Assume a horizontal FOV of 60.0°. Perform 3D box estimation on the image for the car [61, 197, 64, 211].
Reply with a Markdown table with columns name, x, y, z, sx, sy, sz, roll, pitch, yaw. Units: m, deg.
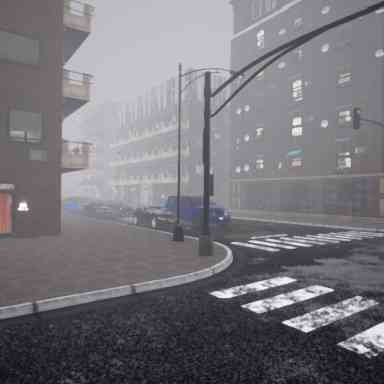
| name | x | y | z | sx | sy | sz | roll | pitch | yaw |
| --- | --- | --- | --- | --- | --- | --- | --- | --- | --- |
| car | -15.140 | 1.580 | 40.029 | 2.008 | 1.369 | 4.403 | 1 | -1 | -35 |

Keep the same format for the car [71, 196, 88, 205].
| name | x | y | z | sx | sy | sz | roll | pitch | yaw |
| --- | --- | --- | --- | --- | --- | --- | --- | --- | --- |
| car | -21.398 | 1.605 | 62.913 | 1.967 | 1.590 | 4.097 | 1 | -1 | -35 |

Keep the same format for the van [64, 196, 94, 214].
| name | x | y | z | sx | sy | sz | roll | pitch | yaw |
| --- | --- | --- | --- | --- | --- | --- | --- | --- | --- |
| van | -11.954 | 1.361 | 35.431 | 1.690 | 1.788 | 3.998 | 1 | -1 | -35 |

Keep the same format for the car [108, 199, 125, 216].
| name | x | y | z | sx | sy | sz | roll | pitch | yaw |
| --- | --- | --- | --- | --- | --- | --- | --- | --- | --- |
| car | -7.118 | 1.642 | 32.774 | 1.895 | 1.301 | 4.718 | 1 | -1 | -34 |

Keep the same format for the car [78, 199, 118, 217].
| name | x | y | z | sx | sy | sz | roll | pitch | yaw |
| --- | --- | --- | --- | --- | --- | --- | --- | --- | --- |
| car | -8.772 | 1.591 | 30.829 | 1.802 | 1.307 | 4.206 | 1 | -1 | -35 |

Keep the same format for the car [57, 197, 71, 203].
| name | x | y | z | sx | sy | sz | roll | pitch | yaw |
| --- | --- | --- | --- | --- | --- | --- | --- | --- | --- |
| car | -27.768 | 1.727 | 72.111 | 1.887 | 1.381 | 4.507 | 1 | -1 | -35 |

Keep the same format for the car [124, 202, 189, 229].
| name | x | y | z | sx | sy | sz | roll | pitch | yaw |
| --- | --- | --- | --- | --- | --- | --- | --- | --- | --- |
| car | -2.402 | 1.539 | 21.630 | 2.008 | 1.369 | 4.403 | 1 | -1 | -35 |

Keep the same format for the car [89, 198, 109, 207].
| name | x | y | z | sx | sy | sz | roll | pitch | yaw |
| --- | --- | --- | --- | --- | --- | --- | --- | --- | --- |
| car | -15.030 | 1.729 | 53.713 | 1.802 | 1.307 | 4.206 | 1 | -1 | -35 |

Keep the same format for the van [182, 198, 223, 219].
| name | x | y | z | sx | sy | sz | roll | pitch | yaw |
| --- | --- | --- | --- | --- | --- | --- | --- | --- | --- |
| van | 0.893 | 1.438 | 30.717 | 1.690 | 1.788 | 3.998 | 1 | -1 | -35 |

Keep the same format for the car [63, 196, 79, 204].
| name | x | y | z | sx | sy | sz | roll | pitch | yaw |
| --- | --- | --- | --- | --- | --- | --- | --- | --- | --- |
| car | -24.582 | 1.614 | 67.512 | 1.967 | 1.590 | 4.097 | 1 | -1 | -35 |

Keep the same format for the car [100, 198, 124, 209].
| name | x | y | z | sx | sy | sz | roll | pitch | yaw |
| --- | --- | --- | --- | --- | --- | --- | --- | --- | --- |
| car | -11.846 | 1.682 | 49.114 | 1.887 | 1.381 | 4.507 | 1 | -1 | -35 |

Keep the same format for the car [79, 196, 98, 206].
| name | x | y | z | sx | sy | sz | roll | pitch | yaw |
| --- | --- | --- | --- | --- | --- | --- | --- | --- | --- |
| car | -18.214 | 1.596 | 58.313 | 1.967 | 1.590 | 4.097 | 1 | -1 | -35 |

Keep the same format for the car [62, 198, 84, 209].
| name | x | y | z | sx | sy | sz | roll | pitch | yaw |
| --- | --- | --- | --- | --- | --- | --- | --- | --- | --- |
| car | -16.981 | 1.598 | 47.131 | 1.812 | 1.442 | 4.674 | 1 | -1 | -34 |

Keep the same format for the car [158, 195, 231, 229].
| name | x | y | z | sx | sy | sz | roll | pitch | yaw |
| --- | --- | --- | --- | --- | --- | --- | --- | --- | --- |
| car | 0.183 | 1.239 | 22.234 | 2.150 | 2.045 | 5.566 | 1 | -1 | -35 |
